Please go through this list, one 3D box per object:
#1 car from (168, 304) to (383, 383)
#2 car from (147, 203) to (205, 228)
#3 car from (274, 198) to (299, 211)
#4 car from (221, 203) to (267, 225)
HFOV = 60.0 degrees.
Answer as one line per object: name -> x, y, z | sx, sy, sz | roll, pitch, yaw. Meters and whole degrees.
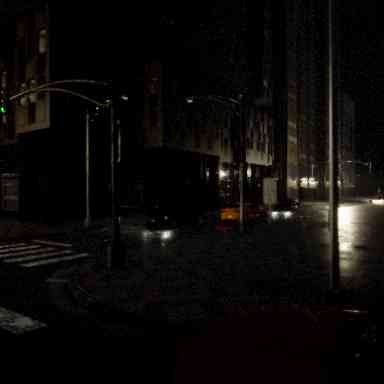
car -> 2.080, 1.307, 1.478 | 5.009, 1.841, 2.192 | -1, 0, 35
car -> -1.032, 1.557, 23.262 | 1.882, 1.535, 5.008 | 0, 0, 35
car -> 11.817, 1.510, 41.398 | 1.882, 1.535, 5.008 | 0, 0, 36
car -> 4.033, 1.529, 25.058 | 1.882, 1.535, 5.008 | 0, 0, 35
